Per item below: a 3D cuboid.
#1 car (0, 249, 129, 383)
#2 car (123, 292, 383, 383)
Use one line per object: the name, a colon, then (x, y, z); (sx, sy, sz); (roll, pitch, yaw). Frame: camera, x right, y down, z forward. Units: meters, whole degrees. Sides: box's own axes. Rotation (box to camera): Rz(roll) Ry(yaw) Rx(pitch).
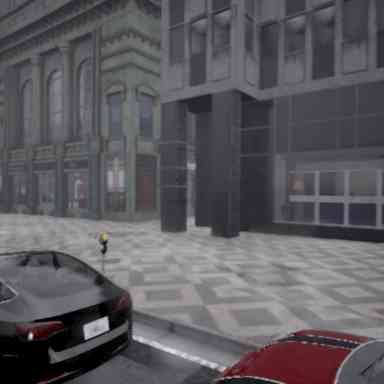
car: (-2.760, 1.546, 4.930); (4.313, 1.339, 1.947); (0, 0, 36)
car: (1.828, 1.443, 1.656); (4.097, 1.590, 1.967); (0, 0, 36)
